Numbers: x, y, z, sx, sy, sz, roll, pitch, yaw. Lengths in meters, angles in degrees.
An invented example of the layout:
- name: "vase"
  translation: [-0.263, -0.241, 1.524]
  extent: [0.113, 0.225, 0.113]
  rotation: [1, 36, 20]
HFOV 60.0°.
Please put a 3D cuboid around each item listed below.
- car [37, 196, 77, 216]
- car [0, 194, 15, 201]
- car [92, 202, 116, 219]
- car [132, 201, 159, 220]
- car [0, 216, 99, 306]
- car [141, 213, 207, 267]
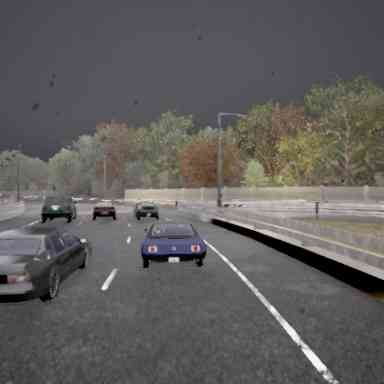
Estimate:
- name: "car"
  translation: [-10.665, 1.345, 26.942]
  extent: [2.150, 2.045, 5.566]
  rotation: [0, 0, -14]
- name: "car"
  translation: [-47.013, 1.520, 82.457]
  extent: [5.566, 2.045, 2.150]
  rotation: [0, 0, 37]
- name: "car"
  translation: [-7.966, 1.601, 30.155]
  extent: [1.882, 1.535, 5.008]
  rotation: [0, 0, -16]
- name: "car"
  translation: [-4.128, 1.611, 29.440]
  extent: [1.837, 1.490, 4.892]
  rotation: [0, 0, -15]
- name: "car"
  translation: [-3.920, 1.589, 8.318]
  extent: [2.033, 1.411, 5.357]
  rotation: [0, 0, -5]
- name: "car"
  translation: [-0.728, 1.640, 11.599]
  extent: [1.895, 1.301, 4.718]
  rotation: [0, 0, -6]
